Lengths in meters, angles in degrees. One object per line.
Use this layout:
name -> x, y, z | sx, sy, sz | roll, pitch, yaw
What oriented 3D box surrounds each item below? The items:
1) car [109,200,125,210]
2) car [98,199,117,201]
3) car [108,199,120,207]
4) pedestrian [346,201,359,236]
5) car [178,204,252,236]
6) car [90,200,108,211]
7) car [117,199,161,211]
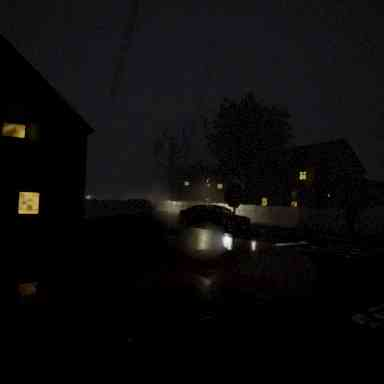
car -> -11.642, 1.915, 51.139 | 1.994, 1.385, 4.181 | 3, -1, -18
car -> -8.427, 1.555, 34.929 | 1.837, 1.490, 4.892 | 3, -2, -24
car -> -14.307, 1.998, 60.798 | 1.994, 1.385, 4.181 | 3, -1, -13
pedestrian -> 8.457, 1.380, 17.656 | 0.375, 1.860, 0.375 | 4, -2, -36
car -> 1.127, 1.420, 18.123 | 1.882, 1.535, 5.008 | 4, -2, -33
car -> -12.657, 1.752, 44.930 | 1.895, 1.301, 4.718 | 3, -2, -20
car -> -4.105, 1.331, 26.623 | 2.097, 1.767, 4.553 | 3, -2, -29
